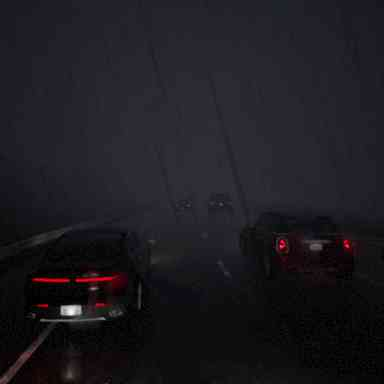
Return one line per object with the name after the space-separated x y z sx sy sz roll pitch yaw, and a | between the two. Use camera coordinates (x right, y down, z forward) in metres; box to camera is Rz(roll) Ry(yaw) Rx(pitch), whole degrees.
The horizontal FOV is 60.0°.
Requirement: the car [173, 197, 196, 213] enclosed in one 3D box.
-0.872 1.463 35.158 1.812 1.442 4.674 0 0 3 | car

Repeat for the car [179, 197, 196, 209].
-0.536 1.424 45.036 1.837 1.490 4.892 0 0 4 | car

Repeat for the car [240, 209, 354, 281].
2.836 1.329 10.019 2.097 1.767 4.553 0 0 -3 | car

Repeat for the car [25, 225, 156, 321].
-1.926 1.494 7.324 1.837 1.490 4.892 0 0 -3 | car

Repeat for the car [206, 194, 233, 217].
2.552 1.162 30.901 2.150 2.045 5.566 0 0 2 | car
